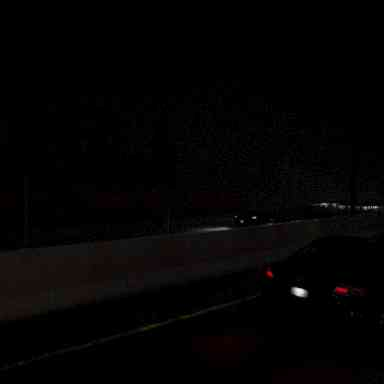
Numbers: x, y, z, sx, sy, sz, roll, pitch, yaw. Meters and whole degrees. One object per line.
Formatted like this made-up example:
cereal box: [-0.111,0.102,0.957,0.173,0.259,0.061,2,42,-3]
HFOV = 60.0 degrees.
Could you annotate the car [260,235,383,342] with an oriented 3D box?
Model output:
car: [3.267,1.573,6.602,4.181,1.385,1.994,0,0,-39]

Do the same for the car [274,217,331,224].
car: [6.374,1.507,19.220,1.882,1.535,5.008,0,0,43]
